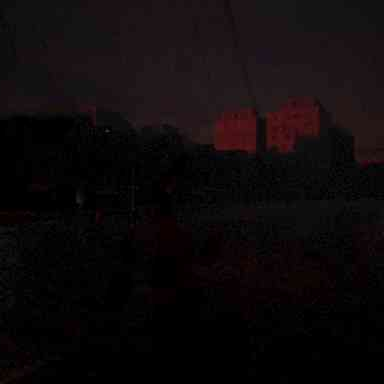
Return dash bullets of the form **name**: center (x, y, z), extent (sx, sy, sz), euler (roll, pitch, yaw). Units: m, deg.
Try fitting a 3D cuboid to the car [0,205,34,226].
- **car**: center (-12.840, 1.539, 21.505), extent (1.882, 1.535, 5.008), euler (0, 0, 36)
